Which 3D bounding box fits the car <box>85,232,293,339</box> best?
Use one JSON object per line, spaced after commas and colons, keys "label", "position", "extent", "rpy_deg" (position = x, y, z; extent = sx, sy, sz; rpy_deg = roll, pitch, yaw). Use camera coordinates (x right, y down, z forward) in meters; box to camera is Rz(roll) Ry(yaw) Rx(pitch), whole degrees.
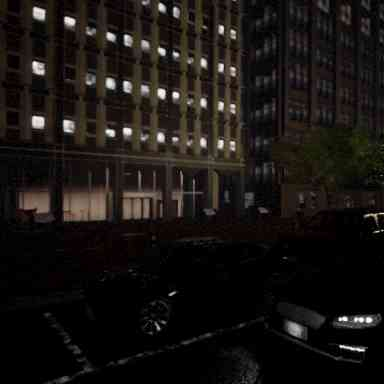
{"label": "car", "position": [0.126, 1.605, 6.653], "extent": [4.313, 1.339, 1.947], "rpy_deg": [1, -1, -36]}

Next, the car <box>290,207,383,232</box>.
{"label": "car", "position": [4.623, 1.410, 9.862], "extent": [5.009, 1.841, 2.192], "rpy_deg": [1, -1, -36]}

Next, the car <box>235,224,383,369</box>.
{"label": "car", "position": [3.337, 1.552, 5.762], "extent": [4.902, 1.511, 2.128], "rpy_deg": [1, 0, -36]}
